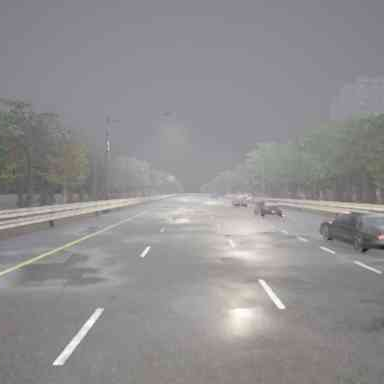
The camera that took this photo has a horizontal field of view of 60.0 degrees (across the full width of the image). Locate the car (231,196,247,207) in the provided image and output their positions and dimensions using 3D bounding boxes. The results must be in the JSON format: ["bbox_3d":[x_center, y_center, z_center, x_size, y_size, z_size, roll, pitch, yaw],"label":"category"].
[{"bbox_3d":[7.093,1.638,50.260,1.895,1.301,4.718,0,0,0],"label":"car"}]

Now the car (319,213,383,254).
[{"bbox_3d":[7.002,1.552,13.545,2.033,1.411,5.357,0,0,0],"label":"car"}]

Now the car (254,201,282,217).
[{"bbox_3d":[7.028,1.553,30.896,1.812,1.442,4.674,0,0,0],"label":"car"}]
